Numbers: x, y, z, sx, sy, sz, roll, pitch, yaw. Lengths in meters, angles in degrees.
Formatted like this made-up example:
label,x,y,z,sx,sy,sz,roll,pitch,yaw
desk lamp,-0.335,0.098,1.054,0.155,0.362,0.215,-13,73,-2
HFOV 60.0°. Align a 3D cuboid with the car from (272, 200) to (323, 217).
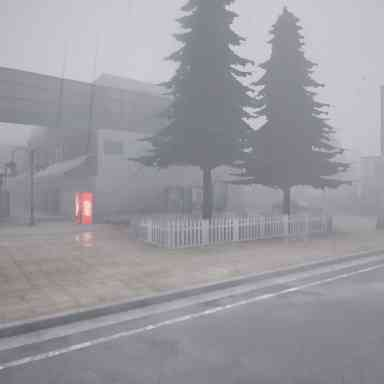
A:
label,x,y,z,sx,sy,sz,roll,pitch,yaw
car,9.568,1.462,30.440,1.882,1.535,5.008,0,0,-34
